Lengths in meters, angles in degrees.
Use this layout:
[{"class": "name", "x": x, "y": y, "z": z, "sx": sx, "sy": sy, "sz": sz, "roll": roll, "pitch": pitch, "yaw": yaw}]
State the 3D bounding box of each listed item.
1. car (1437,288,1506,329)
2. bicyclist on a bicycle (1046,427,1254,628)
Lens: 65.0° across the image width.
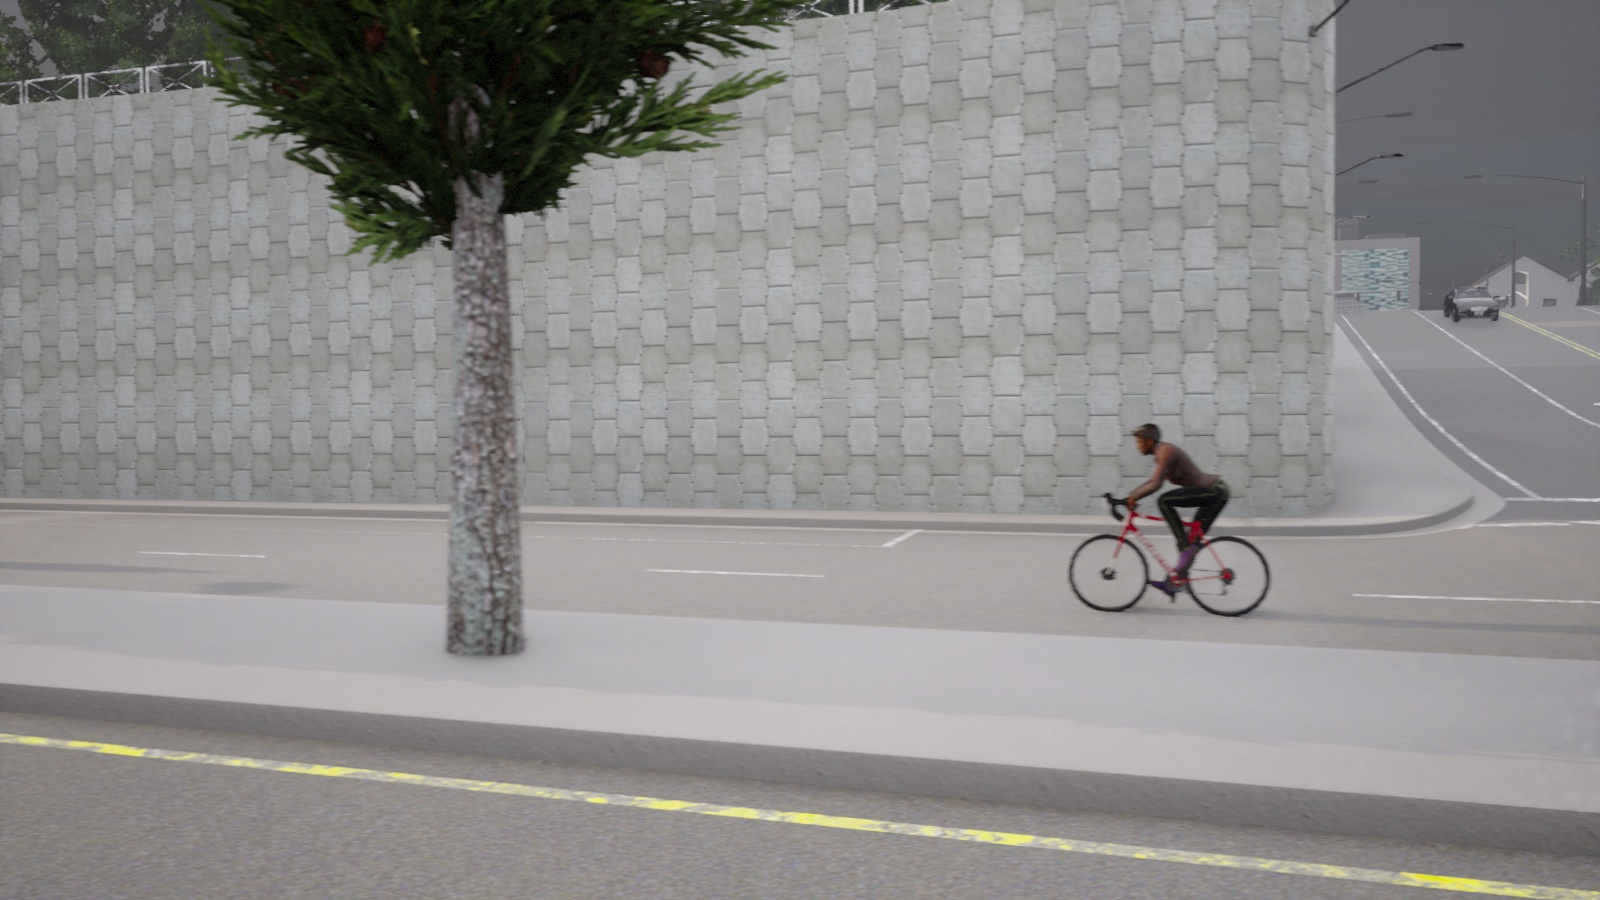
[{"class": "car", "x": 31.488, "y": -6.675, "z": 59.043, "sx": 2.128, "sy": 1.511, "sz": 4.902, "roll": 1, "pitch": 11, "yaw": 20}, {"class": "bicyclist on a bicycle", "x": 2.957, "y": 0.620, "z": 10.637, "sx": 1.656, "sy": 1.620, "sz": 0.582, "roll": 0, "pitch": 1, "yaw": 19}]
